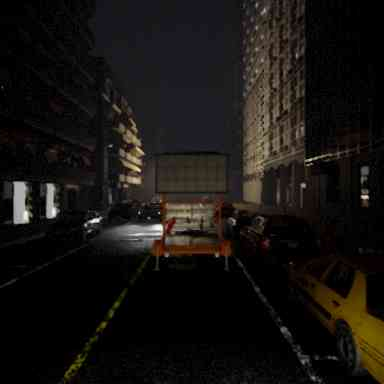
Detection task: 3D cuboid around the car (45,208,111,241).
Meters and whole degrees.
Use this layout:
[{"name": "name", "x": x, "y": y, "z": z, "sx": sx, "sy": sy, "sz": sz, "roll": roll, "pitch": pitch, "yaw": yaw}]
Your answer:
[{"name": "car", "x": -5.692, "y": 1.544, "z": 16.443, "sx": 2.008, "sy": 1.369, "sz": 4.403, "roll": 0, "pitch": 0, "yaw": 0}]

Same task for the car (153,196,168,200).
[{"name": "car", "x": -5.695, "y": 1.436, "z": 55.983, "sx": 1.967, "sy": 1.590, "sz": 4.097, "roll": 0, "pitch": 0, "yaw": 0}]

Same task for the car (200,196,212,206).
[{"name": "car", "x": 2.686, "y": 1.540, "z": 55.983, "sx": 1.887, "sy": 1.381, "sz": 4.507, "roll": 0, "pitch": 0, "yaw": 0}]

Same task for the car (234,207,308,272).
[{"name": "car", "x": 2.690, "y": 1.435, "z": 10.795, "sx": 1.967, "sy": 1.590, "sz": 4.097, "roll": 0, "pitch": 0, "yaw": 0}]

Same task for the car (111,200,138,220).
[{"name": "car", "x": -5.693, "y": 1.557, "z": 27.740, "sx": 1.947, "sy": 1.339, "sz": 4.313, "roll": 0, "pitch": 0, "yaw": 0}]

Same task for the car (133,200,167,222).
[{"name": "car", "x": -3.102, "y": 1.592, "z": 26.248, "sx": 1.895, "sy": 1.301, "sz": 4.718, "roll": 0, "pitch": 0, "yaw": 0}]

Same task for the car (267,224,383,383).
[{"name": "car", "x": 2.690, "y": 1.523, "z": 5.317, "sx": 1.752, "sy": 1.417, "sz": 4.829, "roll": 0, "pitch": 0, "yaw": 0}]

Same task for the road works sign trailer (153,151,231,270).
[{"name": "road works sign trailer", "x": 0.000, "y": 0.459, "z": 10.953, "sx": 2.380, "sy": 3.560, "sz": 2.880, "roll": 0, "pitch": 0, "yaw": 0}]

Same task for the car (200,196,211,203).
[{"name": "car", "x": 2.685, "y": 1.551, "z": 67.281, "sx": 2.008, "sy": 1.369, "sz": 4.403, "roll": 0, "pitch": 0, "yaw": 0}]

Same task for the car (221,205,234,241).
[{"name": "car", "x": 2.688, "y": 1.544, "z": 16.444, "sx": 2.008, "sy": 1.369, "sz": 4.403, "roll": 0, "pitch": 0, "yaw": 0}]

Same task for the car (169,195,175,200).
[{"name": "car", "x": -5.697, "y": 1.565, "z": 89.875, "sx": 2.008, "sy": 1.369, "sz": 4.403, "roll": 0, "pitch": 0, "yaw": 0}]

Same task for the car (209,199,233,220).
[{"name": "car", "x": 2.688, "y": 1.557, "z": 27.741, "sx": 1.947, "sy": 1.339, "sz": 4.313, "roll": 0, "pitch": 0, "yaw": 0}]

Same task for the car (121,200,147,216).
[{"name": "car", "x": -5.693, "y": 1.517, "z": 33.219, "sx": 1.752, "sy": 1.417, "sz": 4.829, "roll": 0, "pitch": 0, "yaw": 0}]
